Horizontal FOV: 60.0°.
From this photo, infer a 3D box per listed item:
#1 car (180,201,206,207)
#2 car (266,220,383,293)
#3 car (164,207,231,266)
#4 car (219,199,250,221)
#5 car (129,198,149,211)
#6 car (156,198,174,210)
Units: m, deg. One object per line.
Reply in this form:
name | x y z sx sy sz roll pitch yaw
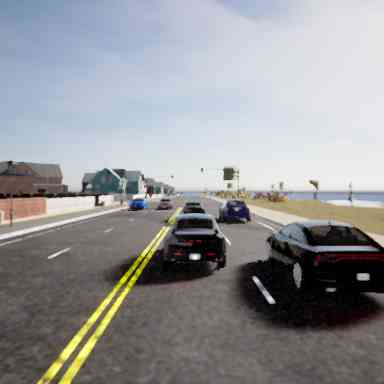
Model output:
car | 0.104 1.492 27.245 1.837 1.490 4.892 0 0 0
car | 3.329 1.471 8.895 1.882 1.535 5.008 0 0 1
car | 0.091 1.498 11.445 1.837 1.490 4.892 0 0 0
car | 3.351 1.339 26.876 2.097 1.767 4.553 0 0 0
car | -6.558 1.466 41.312 1.882 1.535 5.008 0 0 0
car | -3.307 1.514 41.922 1.812 1.442 4.674 0 0 0
